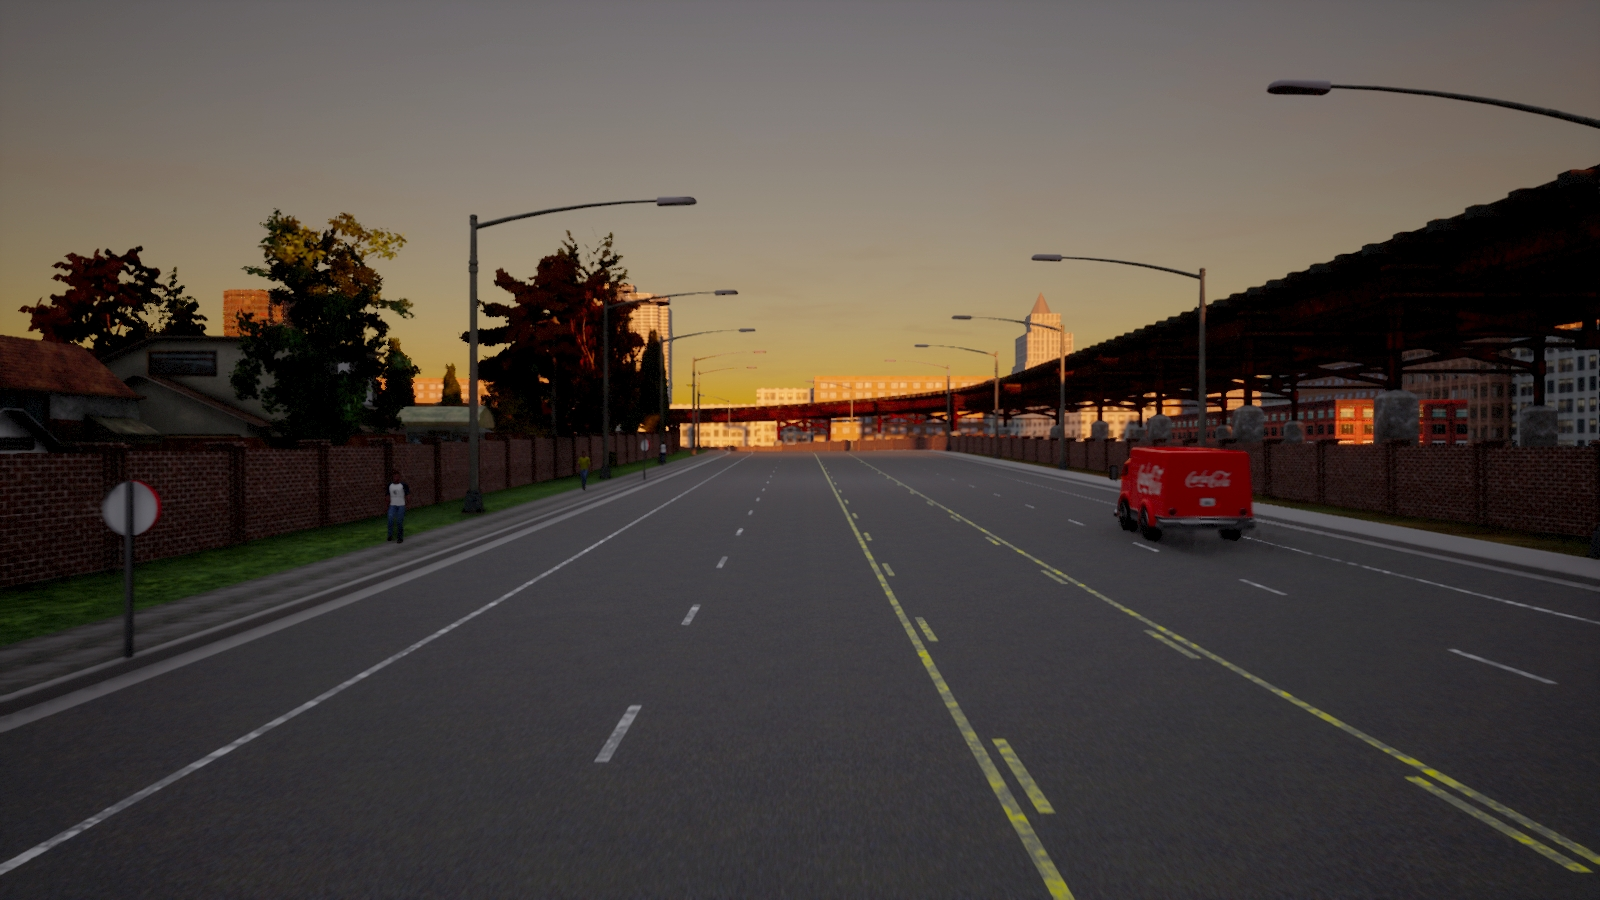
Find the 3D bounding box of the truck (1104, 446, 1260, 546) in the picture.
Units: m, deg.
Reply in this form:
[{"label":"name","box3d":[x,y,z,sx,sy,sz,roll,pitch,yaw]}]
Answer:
[{"label":"truck","box3d":[10.503,1.166,31.958,2.627,2.467,5.204,0,1,0]}]

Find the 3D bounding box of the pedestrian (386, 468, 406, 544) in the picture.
[{"label":"pedestrian","box3d":[-9.917,1.373,28.071,0.375,1.860,0.375,0,0,-2]}]

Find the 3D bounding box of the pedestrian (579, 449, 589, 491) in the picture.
[{"label":"pedestrian","box3d":[-9.639,0.884,51.088,0.375,1.860,0.375,0,0,-1]}]
